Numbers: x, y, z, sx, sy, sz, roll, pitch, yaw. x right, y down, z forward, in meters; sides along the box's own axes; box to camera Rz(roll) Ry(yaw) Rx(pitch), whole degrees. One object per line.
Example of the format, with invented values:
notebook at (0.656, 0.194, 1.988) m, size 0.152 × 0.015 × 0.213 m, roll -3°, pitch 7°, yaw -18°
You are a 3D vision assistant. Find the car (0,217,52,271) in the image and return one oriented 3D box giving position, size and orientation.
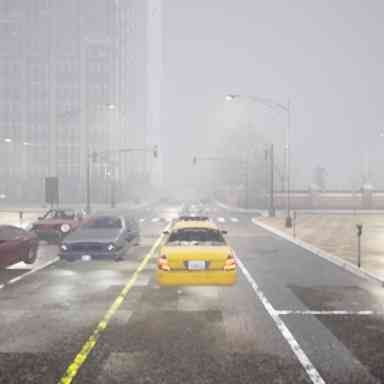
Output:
car at (-5.696, 1.570, 9.061) m, size 1.802 × 1.307 × 4.206 m, roll 0°, pitch 0°, yaw 0°

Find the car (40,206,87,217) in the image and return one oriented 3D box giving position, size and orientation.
car at (-5.698, 1.417, 14.753) m, size 1.967 × 1.590 × 4.097 m, roll 0°, pitch 0°, yaw 0°

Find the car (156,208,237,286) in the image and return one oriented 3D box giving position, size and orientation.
car at (0.094, 1.444, 9.260) m, size 1.801 × 1.575 × 5.366 m, roll 0°, pitch 0°, yaw 0°

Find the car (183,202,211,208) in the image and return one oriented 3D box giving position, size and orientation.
car at (0.106, 1.514, 19.523) m, size 2.033 × 1.411 × 5.357 m, roll 0°, pitch 0°, yaw 0°

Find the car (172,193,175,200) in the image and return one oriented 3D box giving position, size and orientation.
car at (-5.880, 1.231, 85.960) m, size 1.967 × 1.590 × 4.097 m, roll 0°, pitch 0°, yaw 0°

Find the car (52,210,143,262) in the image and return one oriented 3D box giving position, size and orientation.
car at (-3.052, 1.529, 12.329) m, size 2.033 × 1.411 × 5.357 m, roll 0°, pitch 0°, yaw 1°

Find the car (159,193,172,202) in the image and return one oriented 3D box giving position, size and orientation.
car at (-5.872, 1.410, 69.276) m, size 1.947 × 1.339 × 4.313 m, roll 0°, pitch 0°, yaw 0°

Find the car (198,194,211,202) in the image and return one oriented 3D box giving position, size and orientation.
car at (2.717, 1.424, 63.782) m, size 1.947 × 1.339 × 4.313 m, roll 0°, pitch 0°, yaw 0°

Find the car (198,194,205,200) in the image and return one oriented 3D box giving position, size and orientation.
car at (2.643, 1.313, 91.579) m, size 1.887 × 1.381 × 4.507 m, roll 0°, pitch 0°, yaw 0°

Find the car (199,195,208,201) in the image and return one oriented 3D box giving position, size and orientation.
car at (2.648, 1.362, 80.457) m, size 2.008 × 1.369 × 4.403 m, roll 0°, pitch 0°, yaw 0°

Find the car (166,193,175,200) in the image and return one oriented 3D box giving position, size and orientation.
car at (-5.882, 1.083, 91.518) m, size 2.192 × 1.841 × 5.009 m, roll 0°, pitch 0°, yaw 0°
